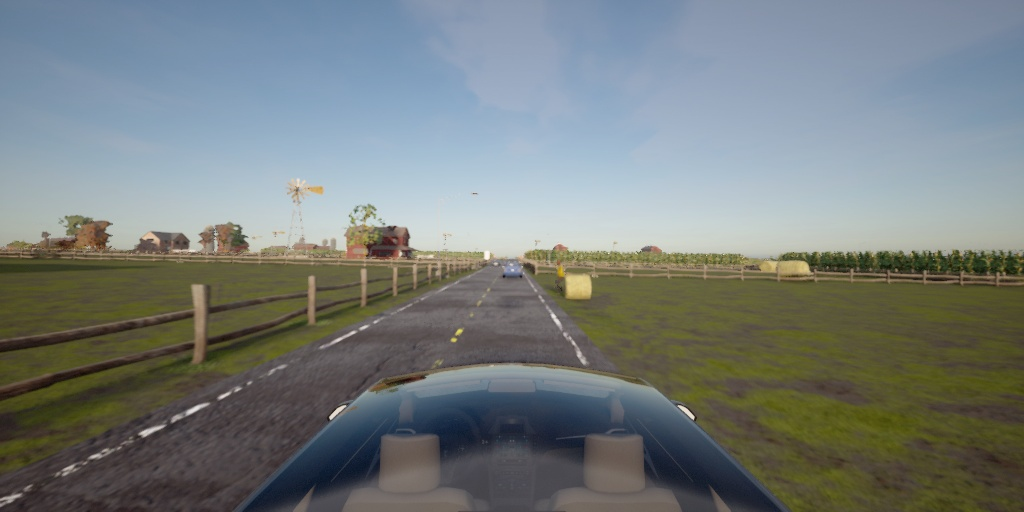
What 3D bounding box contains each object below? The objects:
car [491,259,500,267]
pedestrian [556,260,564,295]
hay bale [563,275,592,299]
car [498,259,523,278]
[{"bbox_3d":[-2.789,1.229,64.480,2.128,1.511,4.902,0,0,1],"label":"car"},{"bbox_3d":[2.490,1.048,18.287,0.375,1.860,0.375,1,-1,-2],"label":"pedestrian"},{"bbox_3d":[3.121,1.396,17.186,1.220,1.180,1.240,0,0,0],"label":"hay bale"},{"bbox_3d":[0.059,1.281,33.646,2.033,1.411,5.357,0,0,0],"label":"car"}]
